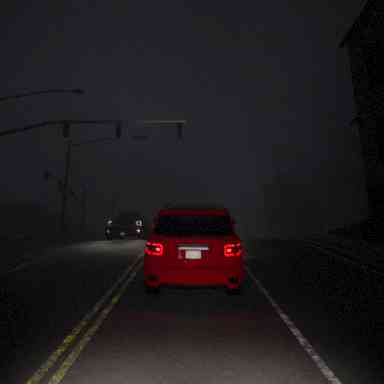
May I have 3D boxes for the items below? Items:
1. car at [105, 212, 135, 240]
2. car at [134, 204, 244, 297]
[{"bbox_3d":[-3.672,1.966,19.855,2.097,1.767,4.553,0,-8,0],"label":"car"},{"bbox_3d":[0.056,1.344,9.107,2.150,2.045,5.566,1,-1,1],"label":"car"}]
